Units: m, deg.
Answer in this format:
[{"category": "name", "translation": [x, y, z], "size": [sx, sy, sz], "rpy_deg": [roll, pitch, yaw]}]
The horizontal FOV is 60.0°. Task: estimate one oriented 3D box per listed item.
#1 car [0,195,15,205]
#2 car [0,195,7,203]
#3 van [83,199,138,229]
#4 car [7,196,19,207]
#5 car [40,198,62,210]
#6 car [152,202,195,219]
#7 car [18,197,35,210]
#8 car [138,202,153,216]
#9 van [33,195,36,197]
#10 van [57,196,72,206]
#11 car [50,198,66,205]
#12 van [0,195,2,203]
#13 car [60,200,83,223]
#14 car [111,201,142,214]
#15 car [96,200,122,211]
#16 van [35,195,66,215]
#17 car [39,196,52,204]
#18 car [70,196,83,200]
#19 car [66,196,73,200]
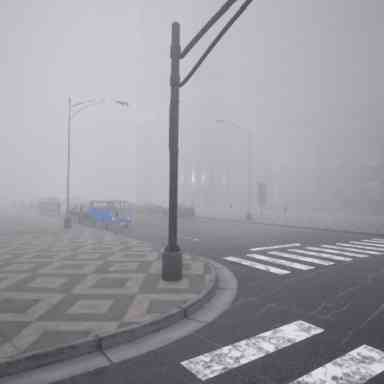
[{"category": "car", "translation": [-37.075, 1.731, 66.205], "size": [1.752, 1.417, 4.829], "rpy_deg": [1, -1, -35]}, {"category": "car", "translation": [-43.548, 1.564, 75.369], "size": [2.192, 1.841, 5.009], "rpy_deg": [1, -1, -35]}, {"category": "van", "translation": [-5.283, 1.335, 21.227], "size": [1.690, 1.788, 3.998], "rpy_deg": [1, -1, -35]}, {"category": "car", "translation": [-27.607, 1.692, 52.808], "size": [2.008, 1.369, 4.403], "rpy_deg": [1, -1, -35]}, {"category": "car", "translation": [-19.740, 1.658, 46.486], "size": [1.837, 1.490, 4.892], "rpy_deg": [1, -1, -35]}, {"category": "car", "translation": [-1.479, 1.710, 30.660], "size": [1.887, 1.381, 4.507], "rpy_deg": [1, -1, -35]}, {"category": "car", "translation": [-21.230, 1.681, 43.784], "size": [1.802, 1.307, 4.206], "rpy_deg": [1, -1, -35]}, {"category": "car", "translation": [-4.670, 1.730, 35.170], "size": [1.887, 1.381, 4.507], "rpy_deg": [1, -1, -35]}, {"category": "van", "translation": [-36.575, 1.741, 80.282], "size": [1.690, 1.788, 3.998], "rpy_deg": [1, -1, -35]}, {"category": "van", "translation": [-23.812, 1.655, 62.238], "size": [1.690, 1.788, 3.998], "rpy_deg": [1, -1, -35]}, {"category": "car", "translation": [-27.005, 1.886, 66.747], "size": [2.008, 1.369, 4.403], "rpy_deg": [1, -1, -35]}, {"category": "van", "translation": [-46.738, 1.613, 79.880], "size": [1.690, 1.788, 3.998], "rpy_deg": [1, -1, -35]}, {"category": "car", "translation": [-8.474, 1.559, 25.737], "size": [1.887, 1.381, 4.507], "rpy_deg": [1, -1, -35]}, {"category": "car", "translation": [-7.860, 1.752, 39.681], "size": [1.887, 1.381, 4.507], "rpy_deg": [1, -1, -35]}, {"category": "car", "translation": [-11.149, 1.754, 44.331], "size": [1.752, 1.417, 4.829], "rpy_deg": [1, -1, -35]}, {"category": "van", "translation": [-14.850, 1.397, 34.762], "size": [1.690, 1.788, 3.998], "rpy_deg": [1, -1, -35]}, {"category": "car", "translation": [-33.386, 1.818, 75.771], "size": [1.967, 1.590, 4.097], "rpy_deg": [1, -1, -35]}, {"category": "car", "translation": [-17.433, 1.815, 53.214], "size": [1.887, 1.381, 4.507], "rpy_deg": [1, -1, -35]}, {"category": "car", "translation": [-20.621, 1.607, 57.728], "size": [2.192, 1.841, 5.009], "rpy_deg": [1, -1, -35]}]
